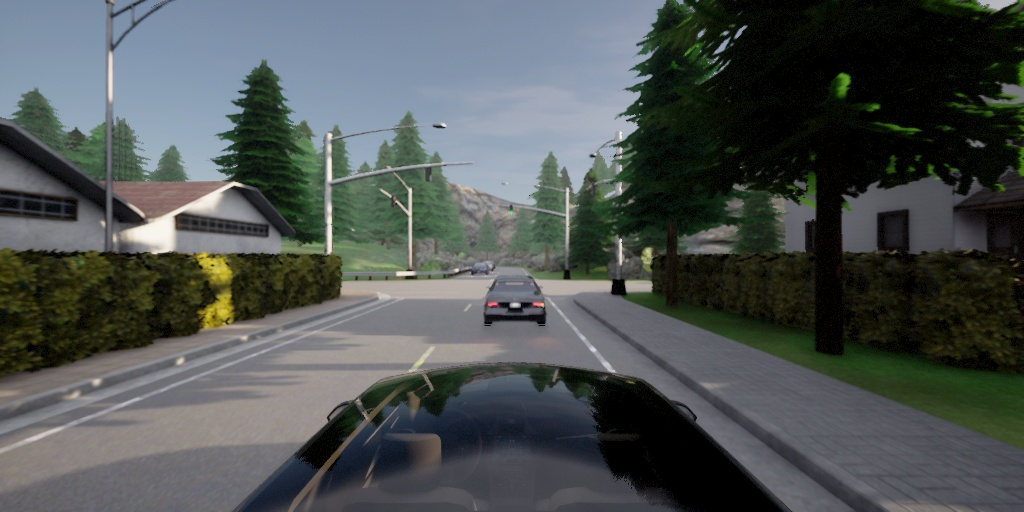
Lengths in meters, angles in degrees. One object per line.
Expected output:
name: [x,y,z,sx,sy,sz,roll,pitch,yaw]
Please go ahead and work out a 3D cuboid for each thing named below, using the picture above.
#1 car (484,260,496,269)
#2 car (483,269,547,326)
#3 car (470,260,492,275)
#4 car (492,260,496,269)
car: [-3.806,1.450,61.202,1.882,1.535,5.008,0,0,-4]
car: [0.083,1.336,11.876,2.033,1.411,5.357,0,0,0]
car: [-3.603,1.423,41.143,1.812,1.442,4.674,0,0,0]
car: [-3.606,1.460,51.160,1.812,1.442,4.674,0,0,0]
